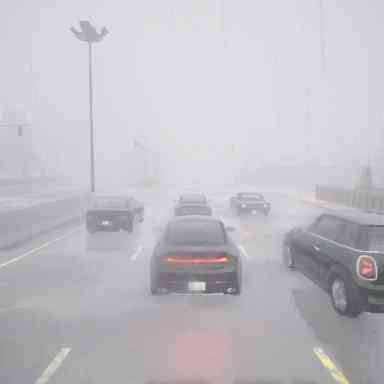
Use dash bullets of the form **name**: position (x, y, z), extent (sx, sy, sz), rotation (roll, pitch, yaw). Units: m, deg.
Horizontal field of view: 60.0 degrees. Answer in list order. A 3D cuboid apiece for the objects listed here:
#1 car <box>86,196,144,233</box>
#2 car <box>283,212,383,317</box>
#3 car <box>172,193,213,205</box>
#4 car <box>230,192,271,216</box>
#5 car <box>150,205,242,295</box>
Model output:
- **car**: position (-3.462, 0.910, 15.739), extent (1.882, 1.535, 5.008), rotation (0, 4, 0)
- **car**: position (3.576, 1.215, 7.376), extent (2.097, 1.767, 4.553), rotation (0, 2, 0)
- **car**: position (0.028, 0.809, 17.524), extent (1.837, 1.490, 4.892), rotation (0, 4, 0)
- **car**: position (3.519, 0.666, 20.947), extent (1.895, 1.301, 4.718), rotation (0, 4, 0)
- **car**: position (0.075, 1.335, 8.321), extent (1.837, 1.490, 4.892), rotation (0, 2, 0)
